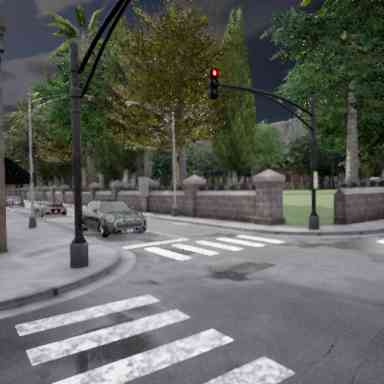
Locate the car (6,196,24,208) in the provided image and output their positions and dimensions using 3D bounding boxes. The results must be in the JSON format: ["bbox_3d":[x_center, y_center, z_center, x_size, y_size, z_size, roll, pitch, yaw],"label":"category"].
[{"bbox_3d":[-24.454,1.302,45.866,2.128,1.511,4.902,-2,1,-35],"label":"car"}]

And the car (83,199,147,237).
[{"bbox_3d":[-4.075,1.166,16.904,2.097,1.767,4.553,-2,1,-34],"label":"car"}]

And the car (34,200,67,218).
[{"bbox_3d":[-12.012,1.372,28.157,1.994,1.385,4.181,-2,1,-35],"label":"car"}]
